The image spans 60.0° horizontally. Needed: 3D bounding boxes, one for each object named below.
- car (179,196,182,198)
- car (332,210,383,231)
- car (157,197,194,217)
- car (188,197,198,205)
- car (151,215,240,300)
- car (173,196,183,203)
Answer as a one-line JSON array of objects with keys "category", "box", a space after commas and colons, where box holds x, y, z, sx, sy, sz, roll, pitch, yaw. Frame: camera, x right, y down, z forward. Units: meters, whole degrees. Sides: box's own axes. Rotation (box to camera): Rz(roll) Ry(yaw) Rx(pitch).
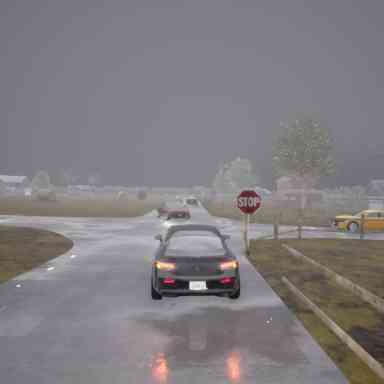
[{"category": "car", "box": [-2.925, 1.610, 55.787, 1.994, 1.385, 4.181, 0, 0, 0]}, {"category": "car", "box": [12.566, 2.030, 23.627, 5.008, 1.535, 1.882, 2, 0, -2]}, {"category": "car", "box": [-1.671, 1.500, 28.008, 1.882, 1.535, 5.008, 0, 1, -18]}, {"category": "car", "box": [-0.033, 1.528, 58.901, 1.882, 1.535, 5.008, 0, 0, 0]}, {"category": "car", "box": [0.030, 1.528, 8.309, 1.812, 1.442, 4.674, 0, 0, -2]}, {"category": "car", "box": [-2.894, 1.534, 69.453, 1.882, 1.535, 5.008, 0, 0, 0]}]
